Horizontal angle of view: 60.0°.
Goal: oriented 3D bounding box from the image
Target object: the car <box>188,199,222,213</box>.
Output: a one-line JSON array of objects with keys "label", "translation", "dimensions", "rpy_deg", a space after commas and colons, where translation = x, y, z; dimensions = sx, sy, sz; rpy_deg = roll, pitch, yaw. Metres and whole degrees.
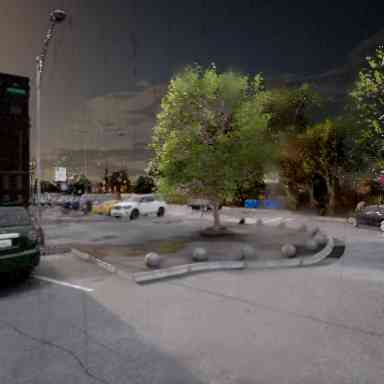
[{"label": "car", "translation": [1.355, 1.490, 37.584], "dimensions": [2.128, 1.511, 4.902], "rpy_deg": [0, 0, -34]}]

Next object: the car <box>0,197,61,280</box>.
[{"label": "car", "translation": [-6.234, 1.236, 8.666], "dimensions": [5.566, 2.045, 2.435], "rpy_deg": [-1, 0, 35]}]

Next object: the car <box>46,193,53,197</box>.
[{"label": "car", "translation": [-19.536, 1.368, 51.635], "dimensions": [2.185, 1.767, 4.553], "rpy_deg": [0, 1, 36]}]

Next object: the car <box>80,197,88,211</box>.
[{"label": "car", "translation": [-9.496, 1.526, 36.666], "dimensions": [2.002, 1.452, 4.674], "rpy_deg": [-1, 0, 36]}]

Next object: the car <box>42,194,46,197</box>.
[{"label": "car", "translation": [-21.221, 1.527, 54.133], "dimensions": [2.163, 1.488, 4.792], "rpy_deg": [-1, 0, 36]}]

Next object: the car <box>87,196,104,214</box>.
[{"label": "car", "translation": [-7.698, 1.479, 34.330], "dimensions": [1.946, 1.575, 5.366], "rpy_deg": [-1, 0, 36]}]

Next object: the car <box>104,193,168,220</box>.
[{"label": "car", "translation": [-4.444, 1.232, 29.176], "dimensions": [2.435, 2.045, 5.566], "rpy_deg": [0, 1, 36]}]

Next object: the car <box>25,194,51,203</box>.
[{"label": "car", "translation": [-32.975, 1.421, 71.527], "dimensions": [2.185, 1.767, 4.553], "rpy_deg": [-1, 0, 36]}]

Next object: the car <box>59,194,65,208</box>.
[{"label": "car", "translation": [-14.557, 1.363, 44.115], "dimensions": [2.185, 1.767, 4.553], "rpy_deg": [-1, 0, 36]}]

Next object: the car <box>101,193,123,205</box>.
[{"label": "car", "translation": [-14.757, 1.238, 61.346], "dimensions": [2.150, 2.045, 5.566], "rpy_deg": [0, 0, -34]}]

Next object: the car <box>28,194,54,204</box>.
[{"label": "car", "translation": [-31.300, 1.412, 69.037], "dimensions": [2.185, 1.767, 4.553], "rpy_deg": [-1, 0, 36]}]

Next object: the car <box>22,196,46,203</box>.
[{"label": "car", "translation": [-36.308, 1.608, 76.529], "dimensions": [2.002, 1.452, 4.674], "rpy_deg": [-1, 0, 36]}]

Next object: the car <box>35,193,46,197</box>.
[{"label": "car", "translation": [-22.896, 1.250, 56.623], "dimensions": [2.435, 2.045, 5.566], "rpy_deg": [-1, 0, 36]}]

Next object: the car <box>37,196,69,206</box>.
[{"label": "car", "translation": [-24.564, 1.537, 59.118], "dimensions": [2.163, 1.488, 4.792], "rpy_deg": [-1, 0, 36]}]

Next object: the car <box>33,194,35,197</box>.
[{"label": "car", "translation": [-26.148, 1.508, 61.738], "dimensions": [1.946, 1.575, 5.366], "rpy_deg": [-1, 0, 36]}]

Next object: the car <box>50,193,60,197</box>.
[{"label": "car", "translation": [-17.862, 1.366, 49.144], "dimensions": [2.185, 1.767, 4.553], "rpy_deg": [0, 1, 36]}]

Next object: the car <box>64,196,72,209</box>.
[{"label": "car", "translation": [-12.844, 1.487, 41.648], "dimensions": [2.097, 1.535, 5.008], "rpy_deg": [0, 1, 36]}]

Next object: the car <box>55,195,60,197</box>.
[{"label": "car", "translation": [-16.209, 1.530, 46.629], "dimensions": [2.002, 1.452, 4.674], "rpy_deg": [-1, 0, 36]}]

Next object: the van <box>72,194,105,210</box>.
[{"label": "van", "translation": [-11.240, 1.262, 39.057], "dimensions": [1.878, 1.987, 4.442], "rpy_deg": [0, 1, 36]}]

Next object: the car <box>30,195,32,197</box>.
[{"label": "car", "translation": [-27.932, 1.269, 64.102], "dimensions": [2.435, 2.045, 5.566], "rpy_deg": [-1, 0, 36]}]

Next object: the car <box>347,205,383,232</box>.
[{"label": "car", "translation": [11.405, 1.532, 20.019], "dimensions": [1.837, 1.490, 4.892], "rpy_deg": [2, 0, -8]}]
